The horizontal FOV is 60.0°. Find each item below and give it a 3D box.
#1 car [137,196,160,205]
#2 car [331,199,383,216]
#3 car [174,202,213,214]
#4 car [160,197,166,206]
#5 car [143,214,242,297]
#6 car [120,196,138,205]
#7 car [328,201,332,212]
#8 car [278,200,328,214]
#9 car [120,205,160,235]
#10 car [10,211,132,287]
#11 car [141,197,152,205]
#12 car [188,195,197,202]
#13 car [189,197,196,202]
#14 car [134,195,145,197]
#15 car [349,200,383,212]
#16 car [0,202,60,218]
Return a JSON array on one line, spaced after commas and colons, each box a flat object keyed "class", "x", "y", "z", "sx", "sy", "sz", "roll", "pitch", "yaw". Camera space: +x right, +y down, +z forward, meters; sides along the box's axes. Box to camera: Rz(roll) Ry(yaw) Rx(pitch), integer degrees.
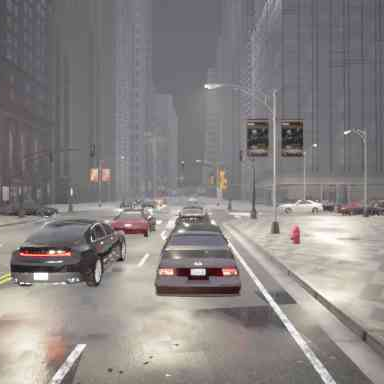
[{"class": "car", "x": -6.515, "y": 1.777, "z": 50.847, "sx": 2.033, "sy": 1.411, "sz": 5.357, "roll": 0, "pitch": 0, "yaw": 0}, {"class": "car", "x": 15.363, "y": 1.577, "z": 30.208, "sx": 4.206, "sy": 1.307, "sz": 1.802, "roll": 0, "pitch": 0, "yaw": -1}, {"class": "car", "x": 0.076, "y": 1.543, "z": 18.501, "sx": 1.837, "sy": 1.490, "sz": 4.892, "roll": 0, "pitch": 0, "yaw": 1}, {"class": "car", "x": -6.476, "y": 1.647, "z": 60.129, "sx": 2.097, "sy": 1.767, "sz": 4.553, "roll": 0, "pitch": 0, "yaw": 0}, {"class": "car", "x": 0.120, "y": 1.557, "z": 8.762, "sx": 2.033, "sy": 1.411, "sz": 5.357, "roll": 0, "pitch": 0, "yaw": 0}, {"class": "car", "x": -9.795, "y": 1.734, "z": 50.739, "sx": 1.837, "sy": 1.490, "sz": 4.892, "roll": 0, "pitch": 0, "yaw": -2}, {"class": "car", "x": 15.246, "y": 1.662, "z": 38.732, "sx": 4.313, "sy": 1.339, "sz": 1.947, "roll": 0, "pitch": 0, "yaw": -1}, {"class": "car", "x": 11.692, "y": 1.601, "z": 35.924, "sx": 4.674, "sy": 1.442, "sz": 1.812, "roll": 0, "pitch": -1, "yaw": -1}, {"class": "car", "x": -3.122, "y": 1.601, "z": 18.251, "sx": 1.994, "sy": 1.385, "sz": 4.181, "roll": 0, "pitch": 0, "yaw": 0}, {"class": "car", "x": -3.136, "y": 1.516, "z": 9.351, "sx": 1.837, "sy": 1.490, "sz": 4.892, "roll": 0, "pitch": 0, "yaw": 0}, {"class": "car", "x": -9.639, "y": 1.905, "z": 71.105, "sx": 1.812, "sy": 1.442, "sz": 4.674, "roll": 0, "pitch": 0, "yaw": 0}, {"class": "car", "x": 0.127, "y": 1.685, "z": 80.637, "sx": 2.150, "sy": 2.045, "sz": 5.566, "roll": 0, "pitch": 0, "yaw": 0}, {"class": "car", "x": 0.143, "y": 2.027, "z": 91.214, "sx": 1.882, "sy": 1.535, "sz": 5.008, "roll": 0, "pitch": 0, "yaw": 0}, {"class": "car", "x": -9.722, "y": 1.522, "z": 60.758, "sx": 2.150, "sy": 2.045, "sz": 5.566, "roll": 0, "pitch": 0, "yaw": 0}, {"class": "car", "x": 20.886, "y": 1.643, "z": 38.810, "sx": 4.313, "sy": 1.339, "sz": 1.947, "roll": 0, "pitch": 0, "yaw": -1}, {"class": "car", "x": -15.512, "y": 1.683, "z": 31.702, "sx": 5.357, "sy": 1.411, "sz": 2.033, "roll": 0, "pitch": -1, "yaw": 8}]
